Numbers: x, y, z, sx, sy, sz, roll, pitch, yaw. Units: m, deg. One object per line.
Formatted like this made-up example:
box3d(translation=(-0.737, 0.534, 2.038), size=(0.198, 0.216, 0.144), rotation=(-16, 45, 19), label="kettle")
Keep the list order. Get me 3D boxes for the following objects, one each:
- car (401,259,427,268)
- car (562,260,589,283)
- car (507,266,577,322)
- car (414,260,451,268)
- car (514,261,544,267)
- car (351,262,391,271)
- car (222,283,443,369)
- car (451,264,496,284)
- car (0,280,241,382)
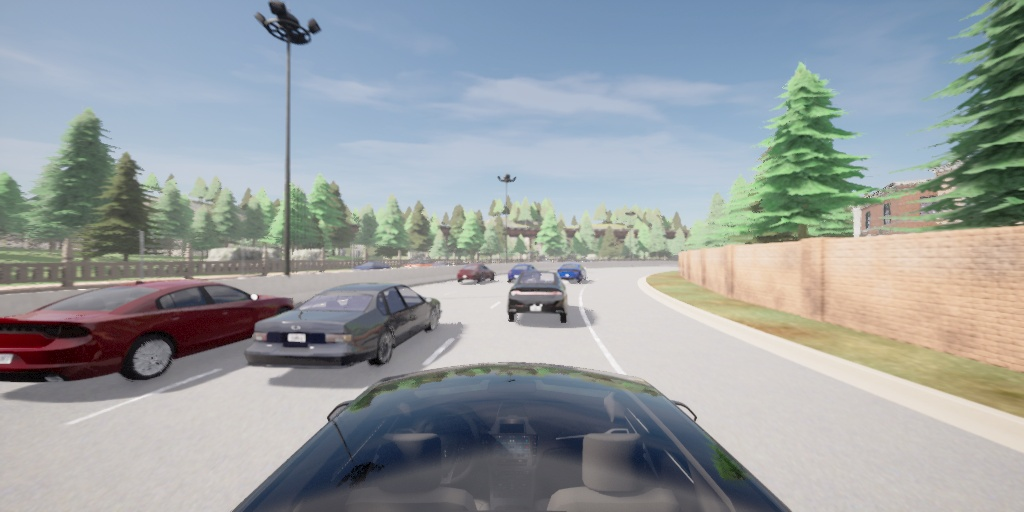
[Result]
box3d(translation=(-10.218, 1.160, 39.378), size=(2.097, 1.767, 4.553), rotation=(0, 0, 22), label="car")
box3d(translation=(4.995, 1.330, 29.633), size=(1.882, 1.535, 5.008), rotation=(0, 0, 18), label="car")
box3d(translation=(0.967, 1.277, 12.501), size=(2.128, 1.511, 4.902), rotation=(0, 0, 7), label="car")
box3d(translation=(-7.410, 1.362, 37.166), size=(2.033, 1.411, 5.357), rotation=(0, 0, 21), label="car")
box3d(translation=(1.011, 1.357, 28.698), size=(1.812, 1.442, 4.674), rotation=(0, 0, 17), label="car")
box3d(translation=(-14.648, 1.306, 37.496), size=(1.812, 1.442, 4.674), rotation=(0, 0, 20), label="car")
box3d(translation=(-3.087, 1.300, 7.964), size=(2.033, 1.411, 5.357), rotation=(0, 0, 4), label="car")
box3d(translation=(-2.772, 1.337, 28.265), size=(1.812, 1.442, 4.674), rotation=(0, 0, 17), label="car")
box3d(translation=(-6.581, 1.212, 7.204), size=(1.882, 1.535, 5.008), rotation=(0, 0, 3), label="car")
